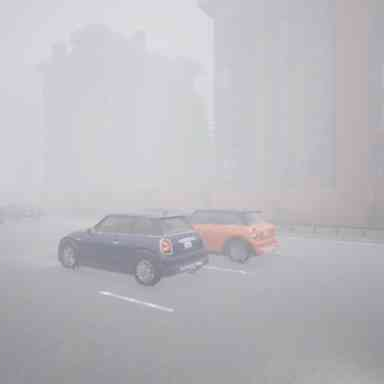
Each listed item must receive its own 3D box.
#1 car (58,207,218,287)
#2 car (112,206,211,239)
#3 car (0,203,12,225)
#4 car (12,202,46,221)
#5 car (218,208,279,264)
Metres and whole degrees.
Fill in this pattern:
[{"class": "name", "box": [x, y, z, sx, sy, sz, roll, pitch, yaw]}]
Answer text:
[{"class": "car", "box": [-1.824, 1.353, 9.599, 4.553, 1.767, 2.097, 0, 0, 36]}, {"class": "car", "box": [-1.766, 1.550, 18.162, 5.357, 1.411, 2.033, 0, 0, 36]}, {"class": "car", "box": [-14.796, 1.533, 23.164, 4.674, 1.442, 1.812, 0, 0, 36]}, {"class": "car", "box": [-14.052, 1.556, 26.947, 5.357, 1.411, 2.033, 0, 0, 36]}, {"class": "car", "box": [0.710, 1.355, 12.089, 4.553, 1.767, 2.097, 0, 0, 36]}]
